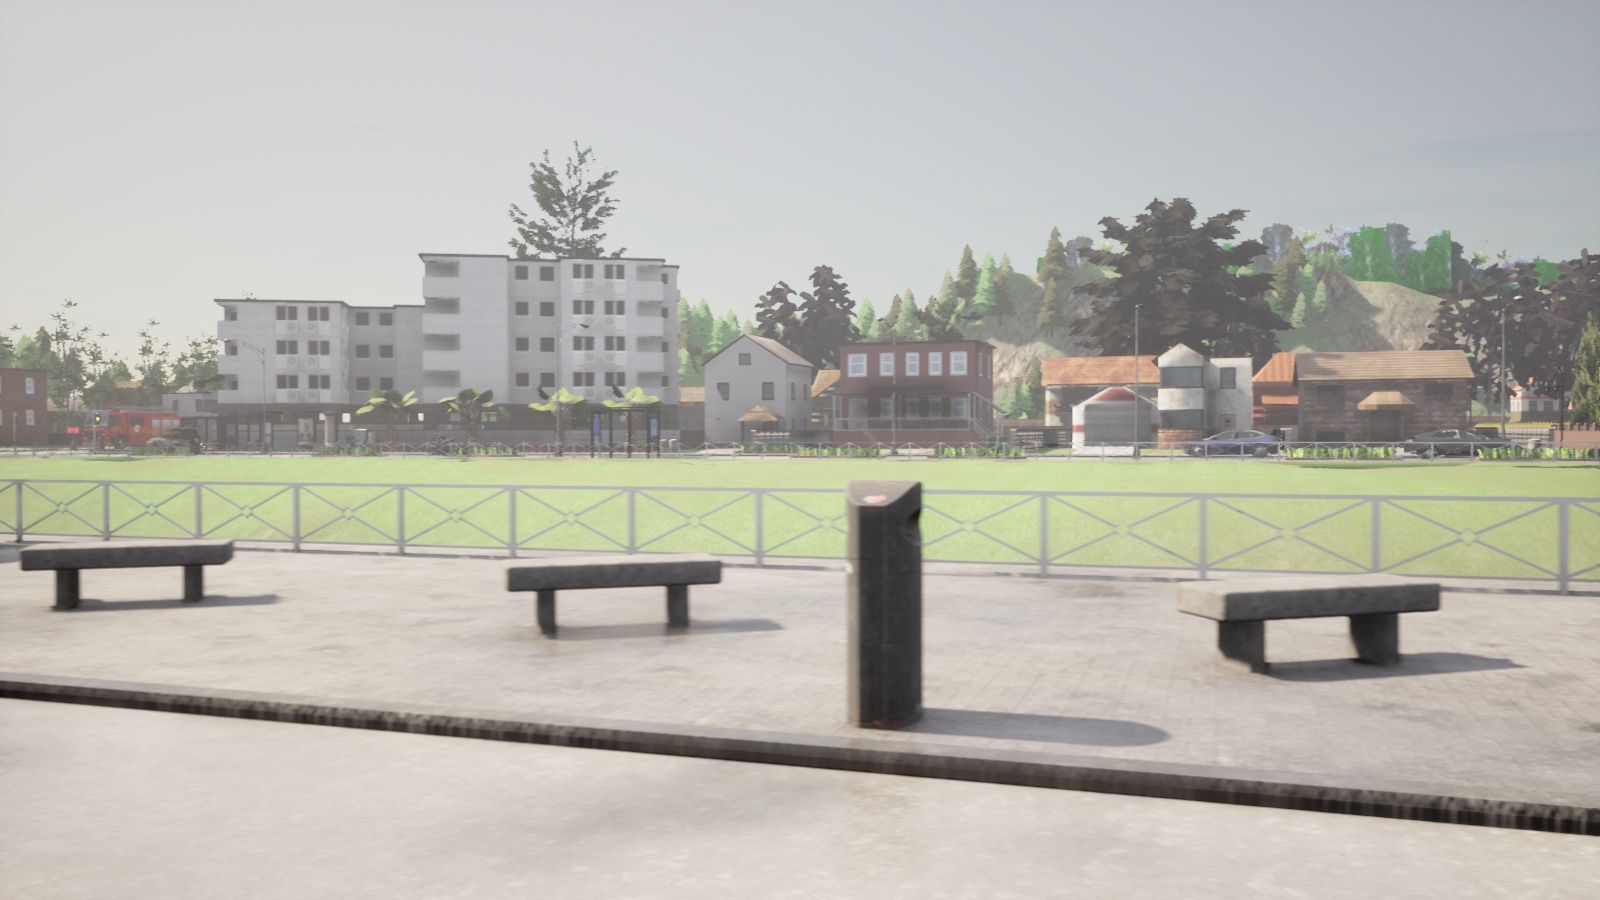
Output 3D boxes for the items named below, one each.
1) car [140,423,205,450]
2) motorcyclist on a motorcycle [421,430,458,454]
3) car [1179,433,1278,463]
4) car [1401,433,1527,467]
[{"bbox_3d":[-43.858,-0.950,87.797,3.866,1.878,1.905,0,1,19],"label":"car"},{"bbox_3d":[-23.216,-0.520,80.851,2.191,1.530,0.866,1,1,19],"label":"motorcyclist on a motorcycle"},{"bbox_3d":[22.316,-0.139,65.521,4.792,1.488,2.163,1,1,19],"label":"car"},{"bbox_3d":[30.815,-0.037,58.438,4.902,1.511,2.128,1,1,19],"label":"car"}]
